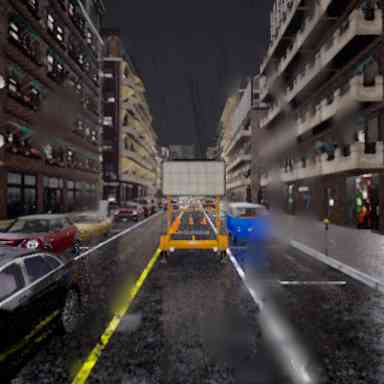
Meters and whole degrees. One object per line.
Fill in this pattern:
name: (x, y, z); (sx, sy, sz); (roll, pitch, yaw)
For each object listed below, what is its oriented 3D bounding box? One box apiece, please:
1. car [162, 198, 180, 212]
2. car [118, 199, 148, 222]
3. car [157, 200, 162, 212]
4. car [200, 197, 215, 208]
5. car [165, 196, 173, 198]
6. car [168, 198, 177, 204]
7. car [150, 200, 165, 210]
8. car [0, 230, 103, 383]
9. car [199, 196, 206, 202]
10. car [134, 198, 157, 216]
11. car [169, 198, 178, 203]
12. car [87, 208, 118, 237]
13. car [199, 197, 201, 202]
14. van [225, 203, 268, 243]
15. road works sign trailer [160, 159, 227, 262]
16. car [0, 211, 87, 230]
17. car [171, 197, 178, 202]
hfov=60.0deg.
car: (-2.653, 1.831, 43.690); (1.812, 1.442, 4.674); (0, 0, 0)
car: (-5.185, 1.635, 27.792); (1.967, 1.590, 4.097); (1, 0, 0)
car: (-5.134, 1.587, 38.890); (2.192, 1.841, 5.009); (1, 0, 0)
car: (2.818, 1.828, 55.522); (1.967, 1.590, 4.097); (1, 0, 0)
car: (-5.039, 1.949, 60.914); (1.752, 1.417, 4.829); (1, 0, 0)
car: (-4.940, 2.126, 83.279); (2.008, 1.369, 4.403); (1, 0, 0)
car: (-5.088, 1.931, 49.986); (1.802, 1.307, 4.206); (1, 0, 0)
car: (-2.836, 1.520, 3.947); (2.128, 1.511, 4.902); (0, 0, 0)
car: (2.990, 2.092, 94.364); (1.967, 1.590, 4.097); (1, 0, 0)
car: (-5.159, 1.549, 33.341); (2.192, 1.841, 5.009); (1, 0, 0)
car: (-4.916, 2.179, 88.828); (1.947, 1.339, 4.313); (1, 0, 0)
car: (-5.236, 1.642, 16.523); (1.752, 1.417, 4.829); (1, 0, 0)
car: (2.867, 1.990, 66.789); (1.752, 1.417, 4.829); (1, 0, 0)
van: (2.647, 1.460, 16.679); (1.690, 1.788, 3.998); (1, 0, 0)
road works sign trailer: (0.060, 0.554, 12.500); (2.380, 3.560, 2.880); (0, 0, 0)
car: (-5.259, 1.519, 11.145); (1.967, 1.590, 4.097); (1, 0, 0)
car: (-4.892, 2.232, 94.376); (1.802, 1.307, 4.206); (1, 0, 0)
